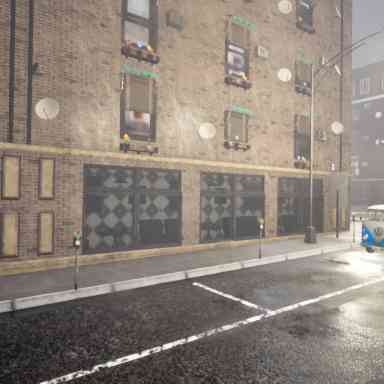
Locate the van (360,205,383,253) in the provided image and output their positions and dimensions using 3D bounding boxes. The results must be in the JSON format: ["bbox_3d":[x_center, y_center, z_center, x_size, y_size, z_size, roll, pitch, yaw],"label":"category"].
[{"bbox_3d":[7.819,1.345,12.229,3.998,1.788,1.690,0,1,-36],"label":"van"}]
